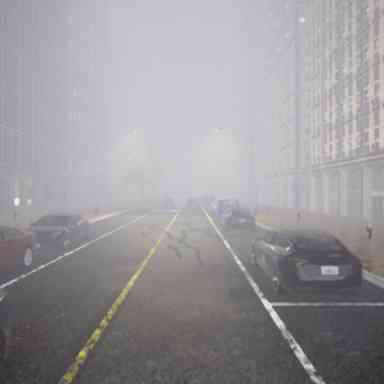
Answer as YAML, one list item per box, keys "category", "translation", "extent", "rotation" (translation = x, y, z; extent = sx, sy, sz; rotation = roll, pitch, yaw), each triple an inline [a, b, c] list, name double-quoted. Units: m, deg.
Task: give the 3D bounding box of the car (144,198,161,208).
- category: "car"
  translation: [-5.695, 1.532, 48.424]
  extent: [2.008, 1.369, 4.403]
  rotation: [0, 0, 0]

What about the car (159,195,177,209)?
- category: "car"
  translation: [-3.095, 1.489, 44.123]
  extent: [1.837, 1.490, 4.892]
  rotation: [0, 0, 0]

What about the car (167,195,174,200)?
- category: "car"
  translation: [-5.700, 1.513, 88.269]
  extent: [1.802, 1.307, 4.206]
  rotation: [0, 0, 0]

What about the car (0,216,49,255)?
- category: "car"
  translation: [-5.690, 1.545, 8.575]
  extent: [1.887, 1.381, 4.507]
  rotation: [0, 0, 0]

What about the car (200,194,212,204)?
- category: "car"
  translation: [2.685, 1.279, 65.490]
  extent: [2.192, 1.841, 5.009]
  rotation: [0, 0, 0]

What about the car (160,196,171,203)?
- category: "car"
  translation: [-5.698, 1.507, 71.193]
  extent: [2.008, 1.369, 4.403]
  rotation: [0, 0, 0]

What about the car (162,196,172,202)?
- category: "car"
  translation: [-5.699, 1.514, 76.886]
  extent: [1.947, 1.339, 4.313]
  rotation: [0, 0, 0]

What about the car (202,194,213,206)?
- category: "car"
  translation: [2.686, 1.291, 54.105]
  extent: [2.192, 1.841, 5.009]
  rotation: [0, 0, 0]

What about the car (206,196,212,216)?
- category: "car"
  translation: [2.688, 1.435, 31.337]
  extent: [1.967, 1.590, 4.097]
  rotation: [0, 0, 0]

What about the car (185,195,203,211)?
- category: "car"
  translation: [0.094, 1.465, 41.587]
  extent: [1.882, 1.535, 5.008]
  rotation: [0, 0, 0]

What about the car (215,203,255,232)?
- category: "car"
  translation: [2.690, 1.565, 19.952]
  extent: [1.947, 1.339, 4.313]
  rotation: [0, 0, 0]

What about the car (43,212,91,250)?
- category: "car"
  translation: [-5.691, 1.566, 14.267]
  extent: [1.947, 1.339, 4.313]
  rotation: [0, 0, 0]

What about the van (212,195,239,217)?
- category: "van"
  translation: [2.689, 1.339, 25.646]
  extent: [1.690, 1.788, 3.998]
  rotation: [0, 0, 0]

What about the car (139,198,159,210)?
- category: "car"
  translation: [-5.694, 1.512, 42.560]
  extent: [1.752, 1.417, 4.829]
  rotation: [0, 0, 0]

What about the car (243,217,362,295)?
- category: "car"
  translation: [2.691, 1.567, 8.568]
  extent: [1.947, 1.339, 4.313]
  rotation: [0, 0, 0]

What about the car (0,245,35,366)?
- category: "car"
  translation: [-3.101, 1.505, 2.103]
  extent: [1.837, 1.490, 4.892]
  rotation: [0, 0, 0]

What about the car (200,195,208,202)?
- category: "car"
  translation: [2.682, 1.474, 77.044]
  extent: [1.752, 1.417, 4.829]
  rotation: [0, 0, 0]
